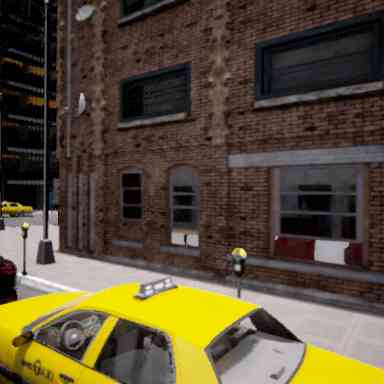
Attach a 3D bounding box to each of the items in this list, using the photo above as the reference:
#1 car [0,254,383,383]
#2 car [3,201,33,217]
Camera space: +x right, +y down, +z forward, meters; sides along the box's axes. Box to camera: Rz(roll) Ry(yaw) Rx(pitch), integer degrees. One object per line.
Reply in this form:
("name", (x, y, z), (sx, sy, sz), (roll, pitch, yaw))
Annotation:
("car", (-0.559, 1.500, 3.254), (4.829, 1.417, 1.752), (1, 0, 35))
("car", (-16.487, 1.499, 29.042), (1.752, 1.417, 4.829), (-1, -1, 35))
